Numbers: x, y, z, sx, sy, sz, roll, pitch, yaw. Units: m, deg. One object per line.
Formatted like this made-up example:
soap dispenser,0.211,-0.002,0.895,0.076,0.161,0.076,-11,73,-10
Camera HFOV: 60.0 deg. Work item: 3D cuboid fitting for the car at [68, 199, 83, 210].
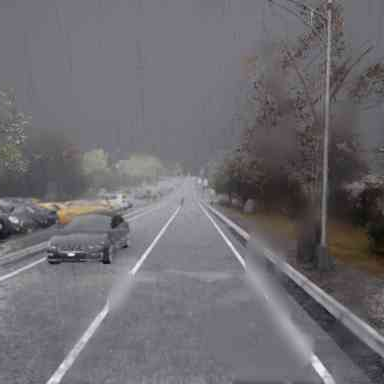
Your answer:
car,-10.423,1.437,22.053,5.366,1.575,1.946,0,0,0

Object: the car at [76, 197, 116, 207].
car,-10.040,1.471,30.378,5.366,1.575,1.946,0,0,0

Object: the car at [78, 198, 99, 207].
car,-10.048,1.445,24.705,5.366,1.575,1.946,0,0,0

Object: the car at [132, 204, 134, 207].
car,-10.214,1.529,41.483,5.008,1.535,2.097,0,0,0

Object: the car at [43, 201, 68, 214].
car,-10.236,1.439,19.285,4.892,1.521,2.231,0,0,0

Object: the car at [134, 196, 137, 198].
car,-10.175,1.572,44.259,4.792,1.488,2.163,0,0,0

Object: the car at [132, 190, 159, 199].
car,-10.395,0.936,74.072,4.792,1.488,2.163,0,0,0

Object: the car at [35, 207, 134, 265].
car,-3.367,1.476,11.669,1.837,1.490,4.892,0,0,0

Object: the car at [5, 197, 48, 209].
car,-23.275,1.554,46.926,5.008,1.535,2.097,0,0,0

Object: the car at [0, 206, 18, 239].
car,-10.279,1.480,13.732,4.792,1.488,2.163,0,0,0

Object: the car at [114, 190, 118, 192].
car,-23.437,0.807,90.633,4.792,1.488,2.163,0,1,0

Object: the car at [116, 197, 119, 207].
car,-10.227,1.489,33.154,4.892,1.521,2.231,0,0,0

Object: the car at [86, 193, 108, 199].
car,-23.513,0.905,82.390,4.792,1.488,2.163,0,0,0

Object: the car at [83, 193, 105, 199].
car,-23.494,0.930,79.478,4.674,1.452,2.002,0,0,0

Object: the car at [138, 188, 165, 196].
car,-10.427,0.602,85.212,5.566,2.045,2.435,0,1,0

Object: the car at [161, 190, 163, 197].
car,-10.400,0.878,82.421,5.008,1.535,2.097,0,1,0

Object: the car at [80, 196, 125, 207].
car,-10.402,1.498,35.931,5.366,1.575,1.946,0,0,0

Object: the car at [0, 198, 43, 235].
car,-10.277,1.317,16.505,4.553,1.767,2.185,0,0,0

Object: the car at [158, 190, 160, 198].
car,-10.447,0.929,76.856,4.792,1.488,2.163,0,0,0

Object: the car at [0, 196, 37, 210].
car,-23.316,1.415,44.155,4.553,1.767,2.185,0,0,0

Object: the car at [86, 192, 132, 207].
car,-10.241,1.264,38.708,5.566,2.045,2.435,0,0,0

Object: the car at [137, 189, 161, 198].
car,-10.442,0.766,79.641,4.553,1.767,2.185,0,0,0
